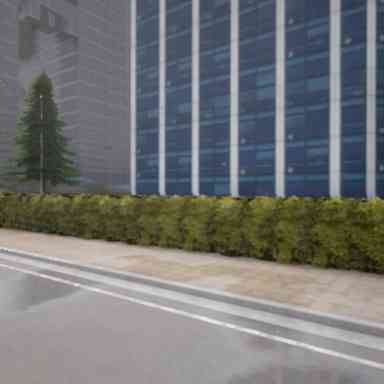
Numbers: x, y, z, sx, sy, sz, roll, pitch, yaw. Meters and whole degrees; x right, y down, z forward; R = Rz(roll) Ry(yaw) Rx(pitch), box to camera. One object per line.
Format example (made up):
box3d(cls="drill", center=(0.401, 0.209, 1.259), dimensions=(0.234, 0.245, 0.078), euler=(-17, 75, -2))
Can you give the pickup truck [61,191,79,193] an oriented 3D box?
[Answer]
box3d(cls="pickup truck", center=(-24.650, 0.866, 68.142), dimensions=(6.274, 2.098, 2.390), euler=(0, 0, -24))
